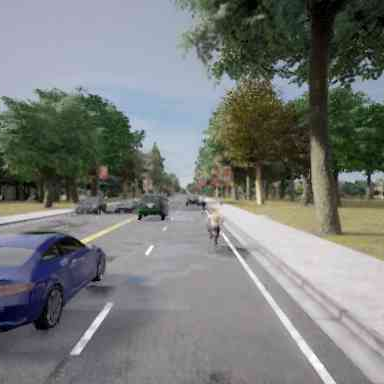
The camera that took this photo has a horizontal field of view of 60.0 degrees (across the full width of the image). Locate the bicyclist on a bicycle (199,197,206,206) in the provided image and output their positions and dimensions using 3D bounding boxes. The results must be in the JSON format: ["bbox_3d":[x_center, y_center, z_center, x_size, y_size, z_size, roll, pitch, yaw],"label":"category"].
[{"bbox_3d":[0.887,1.329,27.387,0.659,1.776,1.843,0,0,0],"label":"bicyclist on a bicycle"}]

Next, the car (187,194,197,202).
[{"bbox_3d":[-0.010,1.281,73.594,2.097,1.767,4.553,0,0,0],"label":"car"}]

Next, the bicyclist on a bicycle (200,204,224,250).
[{"bbox_3d":[0.879,1.418,13.183,0.866,1.612,1.509,0,0,0],"label":"bicyclist on a bicycle"}]

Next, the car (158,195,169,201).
[{"bbox_3d":[-6.510,1.309,75.773,2.033,1.411,5.357,0,0,0],"label":"car"}]

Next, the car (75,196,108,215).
[{"bbox_3d":[-9.846,1.300,32.852,2.097,1.767,4.553,0,0,0],"label":"car"}]

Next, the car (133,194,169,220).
[{"bbox_3d":[-3.166,1.179,27.747,2.150,2.045,5.566,0,0,0],"label":"car"}]

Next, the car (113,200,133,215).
[{"bbox_3d":[-6.602,1.494,34.130,2.033,1.411,5.357,0,0,0],"label":"car"}]

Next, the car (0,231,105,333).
[{"bbox_3d":[-3.152,1.516,6.744,1.812,1.442,4.674,0,0,0],"label":"car"}]

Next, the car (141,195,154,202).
[{"bbox_3d":[-9.760,1.404,73.138,2.033,1.411,5.357,0,0,0],"label":"car"}]

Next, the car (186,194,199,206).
[{"bbox_3d":[0.092,1.278,54.721,2.097,1.767,4.553,0,0,0],"label":"car"}]
